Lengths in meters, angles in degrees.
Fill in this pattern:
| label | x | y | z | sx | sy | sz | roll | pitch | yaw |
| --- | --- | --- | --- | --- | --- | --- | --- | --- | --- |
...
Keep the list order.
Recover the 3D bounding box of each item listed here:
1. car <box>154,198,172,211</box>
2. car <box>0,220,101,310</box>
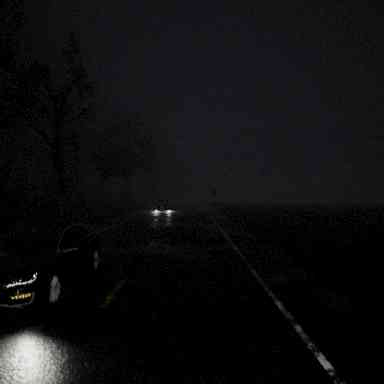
| label | x | y | z | sx | sy | sz | roll | pitch | yaw |
| --- | --- | --- | --- | --- | --- | --- | --- | --- | --- |
| car | -3.590 | 1.503 | 41.937 | 1.837 | 1.490 | 4.892 | 0 | 0 | 0 |
| car | -3.603 | 1.507 | 8.016 | 1.837 | 1.490 | 4.892 | 0 | 0 | 0 |
